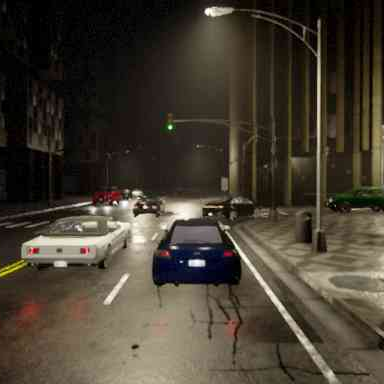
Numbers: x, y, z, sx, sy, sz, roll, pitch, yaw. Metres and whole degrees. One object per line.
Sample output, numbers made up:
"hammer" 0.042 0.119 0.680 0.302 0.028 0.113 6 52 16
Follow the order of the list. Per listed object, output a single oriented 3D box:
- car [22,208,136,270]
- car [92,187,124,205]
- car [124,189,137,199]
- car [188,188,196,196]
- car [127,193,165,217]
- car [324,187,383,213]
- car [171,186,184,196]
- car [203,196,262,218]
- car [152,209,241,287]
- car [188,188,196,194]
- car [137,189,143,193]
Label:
"car" -3.149 1.390 10.197 1.895 1.301 4.718 0 1 0
"car" -9.853 0.399 38.610 2.150 2.045 5.566 0 1 0
"car" -9.843 0.439 48.686 2.128 1.511 4.902 0 1 0
"car" -0.006 0.038 68.488 2.033 1.411 5.357 0 1 0
"car" -3.153 1.028 24.876 2.033 1.411 5.357 0 1 0
"car" 13.566 0.603 26.484 5.566 2.045 2.150 0 1 2
"car" -3.255 -0.018 68.904 1.837 1.490 4.892 0 1 0
"car" 2.676 1.028 21.389 2.128 1.511 4.902 -1 1 40
"car" 0.099 1.382 8.812 1.994 1.385 4.181 0 1 0
"car" -0.006 -0.300 79.978 1.895 1.301 4.718 0 1 0
"car" -9.791 0.242 58.728 1.812 1.442 4.674 0 1 0
